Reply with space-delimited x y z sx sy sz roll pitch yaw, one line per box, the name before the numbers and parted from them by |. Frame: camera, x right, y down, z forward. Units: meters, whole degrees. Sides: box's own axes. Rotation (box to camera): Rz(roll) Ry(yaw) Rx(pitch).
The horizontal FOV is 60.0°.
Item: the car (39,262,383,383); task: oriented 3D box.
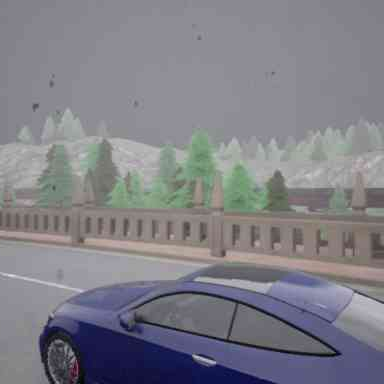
car | 0.355 1.519 3.535 4.674 1.442 1.812 0 0 34
